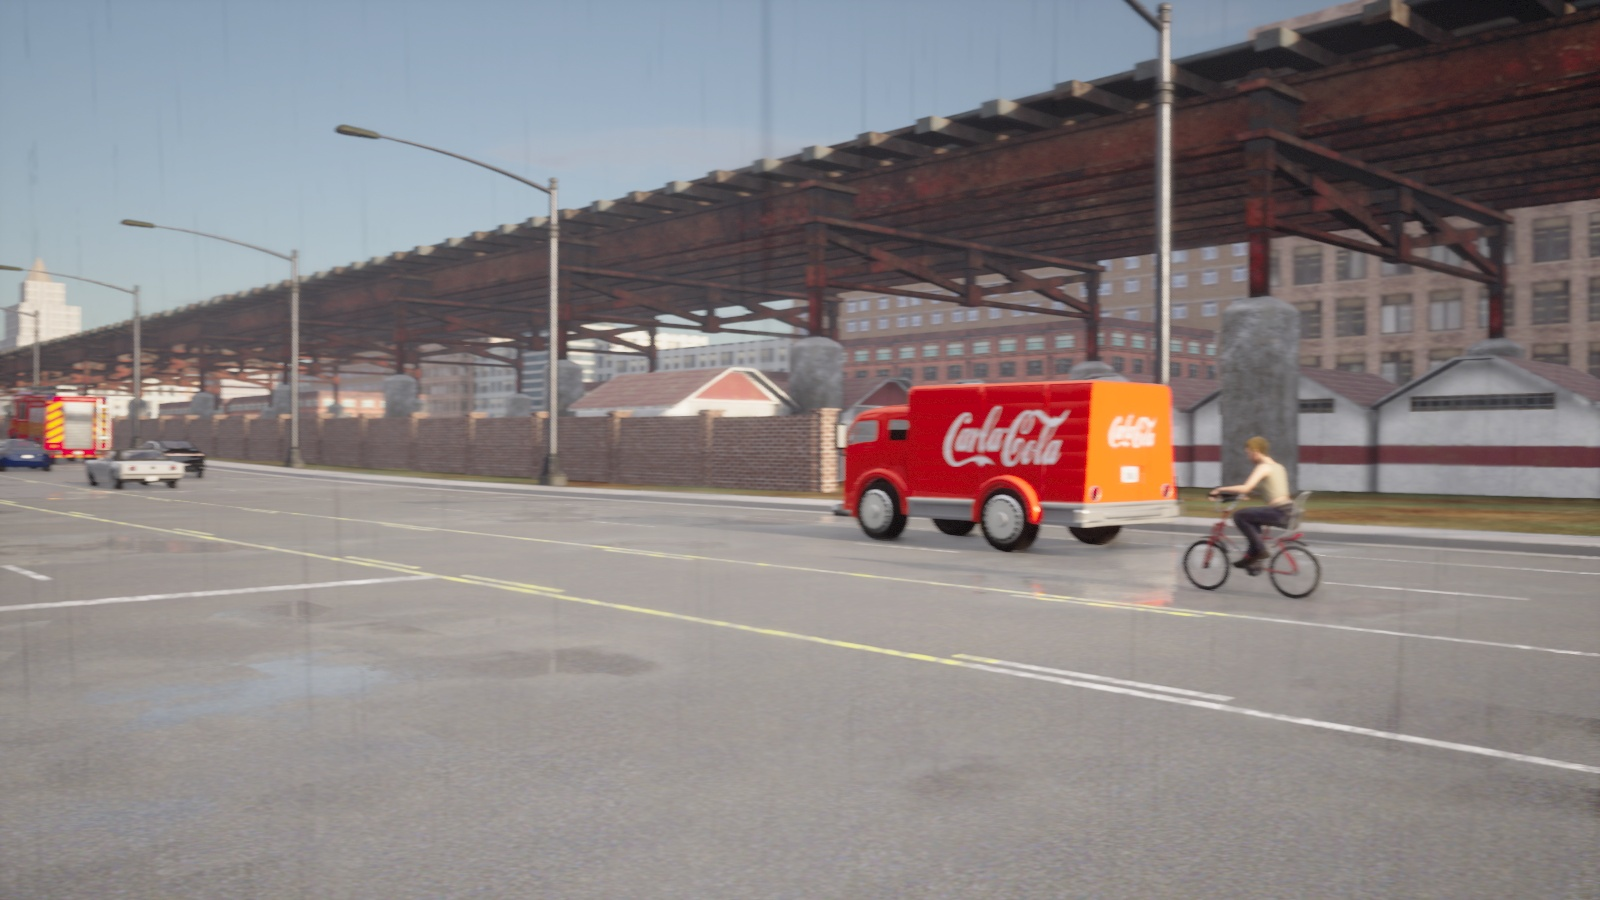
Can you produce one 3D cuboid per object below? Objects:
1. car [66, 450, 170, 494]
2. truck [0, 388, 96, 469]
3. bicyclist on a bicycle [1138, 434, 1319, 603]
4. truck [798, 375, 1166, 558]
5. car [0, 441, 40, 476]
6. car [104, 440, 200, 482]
[{"bbox_3d":[-22.545,0.677,41.435,1.895,1.301,4.718,0,1,-43],"label":"car"},{"bbox_3d":[-38.183,-1.130,63.176,2.891,3.827,8.468,0,1,-43],"label":"truck"},{"bbox_3d":[4.354,0.652,12.814,0.866,1.612,1.509,0,0,-43],"label":"bicyclist on a bicycle"},{"bbox_3d":[2.702,0.214,19.688,2.627,2.467,5.204,0,0,-43],"label":"truck"},{"bbox_3d":[-34.347,0.326,53.988,1.994,1.385,4.181,0,1,-43],"label":"car"},{"bbox_3d":[-25.882,0.398,50.094,2.128,1.511,4.902,0,1,-43],"label":"car"}]
